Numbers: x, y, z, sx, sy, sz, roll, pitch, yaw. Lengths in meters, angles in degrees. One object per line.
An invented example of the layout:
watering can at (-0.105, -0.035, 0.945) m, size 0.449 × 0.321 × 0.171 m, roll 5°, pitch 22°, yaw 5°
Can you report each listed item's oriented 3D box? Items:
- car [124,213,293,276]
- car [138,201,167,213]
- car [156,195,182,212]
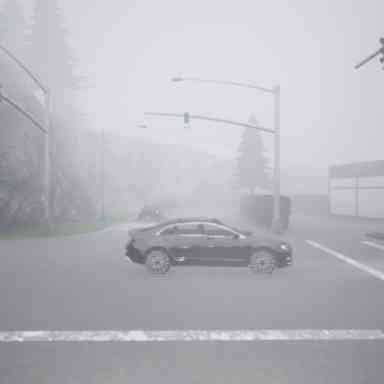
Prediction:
car at (0.462, 1.541, 9.968) m, size 4.902 × 1.511 × 2.128 m, roll 0°, pitch 0°, yaw 1°
car at (-3.610, 1.745, 29.713) m, size 1.895 × 1.301 × 4.718 m, roll 0°, pitch 0°, yaw 0°
car at (-3.038, 1.414, 41.710) m, size 2.150 × 2.045 × 5.566 m, roll 0°, pitch 1°, yaw 20°
